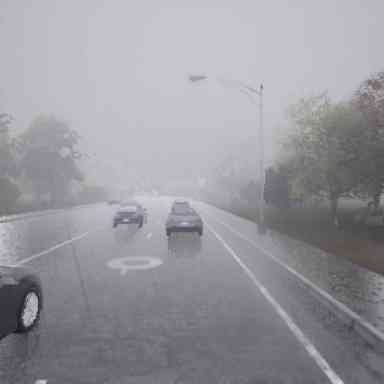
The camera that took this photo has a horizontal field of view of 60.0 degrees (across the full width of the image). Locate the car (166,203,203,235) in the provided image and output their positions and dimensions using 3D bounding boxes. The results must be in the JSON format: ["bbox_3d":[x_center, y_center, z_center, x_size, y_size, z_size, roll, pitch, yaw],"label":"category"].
[{"bbox_3d":[-0.444,1.567,18.807,1.994,1.385,4.181,0,0,-2],"label":"car"}]

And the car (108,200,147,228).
[{"bbox_3d":[-4.086,1.534,22.422,1.812,1.442,4.674,0,0,-2],"label":"car"}]

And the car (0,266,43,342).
[{"bbox_3d":[-3.489,1.511,3.877,1.837,1.490,4.892,0,0,-1],"label":"car"}]

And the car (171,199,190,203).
[{"bbox_3d":[-1.220,1.497,36.191,2.128,1.511,4.902,0,0,-3],"label":"car"}]

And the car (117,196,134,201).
[{"bbox_3d":[-8.899,1.541,46.737,1.812,1.442,4.674,0,0,-2],"label":"car"}]

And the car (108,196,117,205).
[{"bbox_3d":[-12.805,1.498,55.993,1.882,1.535,5.008,0,0,-2],"label":"car"}]
